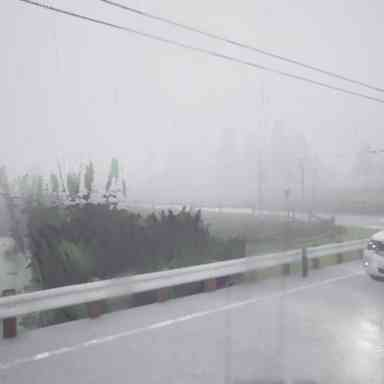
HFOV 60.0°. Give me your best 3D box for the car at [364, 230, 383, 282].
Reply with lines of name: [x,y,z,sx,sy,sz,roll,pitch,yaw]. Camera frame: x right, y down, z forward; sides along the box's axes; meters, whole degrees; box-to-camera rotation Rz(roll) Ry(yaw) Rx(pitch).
car: [6.801,1.265,8.817,5.566,2.045,2.150,-1,1,-37]
